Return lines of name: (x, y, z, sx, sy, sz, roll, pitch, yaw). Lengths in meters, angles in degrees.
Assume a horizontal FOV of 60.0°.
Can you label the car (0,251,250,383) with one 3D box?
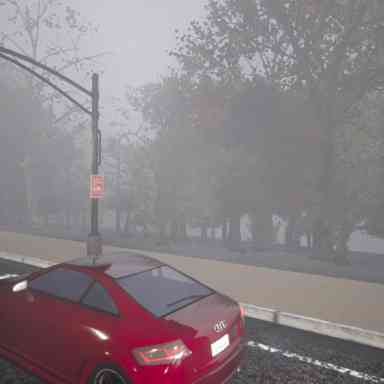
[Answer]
car: (-1.338, 1.563, 4.636, 4.181, 1.385, 1.994, 0, 0, 35)
